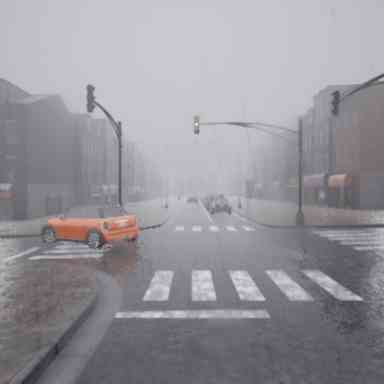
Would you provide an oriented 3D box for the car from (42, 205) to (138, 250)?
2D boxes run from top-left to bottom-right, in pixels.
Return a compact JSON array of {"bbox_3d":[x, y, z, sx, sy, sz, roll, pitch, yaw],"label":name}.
[{"bbox_3d":[-4.596,1.352,14.658,4.553,1.767,2.097,-1,2,34],"label":"car"}]

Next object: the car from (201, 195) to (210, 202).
[{"bbox_3d":[2.761,1.300,70.161,1.752,1.417,4.829,-1,0,0],"label":"car"}]

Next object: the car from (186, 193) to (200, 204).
[{"bbox_3d":[0.107,1.300,57.236,1.837,1.490,4.892,0,0,0],"label":"car"}]

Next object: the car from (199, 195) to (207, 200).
[{"bbox_3d":[2.791,1.340,86.198,1.802,1.307,4.206,-1,0,0],"label":"car"}]

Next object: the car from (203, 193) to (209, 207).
[{"bbox_3d":[2.698,1.158,37.576,2.192,1.841,5.009,-1,0,0],"label":"car"}]

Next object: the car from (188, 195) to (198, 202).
[{"bbox_3d":[0.126,1.351,67.657,1.994,1.385,4.181,0,0,0],"label":"car"}]

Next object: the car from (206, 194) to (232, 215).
[{"bbox_3d":[2.689,1.300,32.175,1.967,1.590,4.097,-1,0,0],"label":"car"}]

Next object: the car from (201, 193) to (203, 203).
[{"bbox_3d":[2.708,1.143,42.979,2.192,1.841,5.009,-1,0,0],"label":"car"}]
